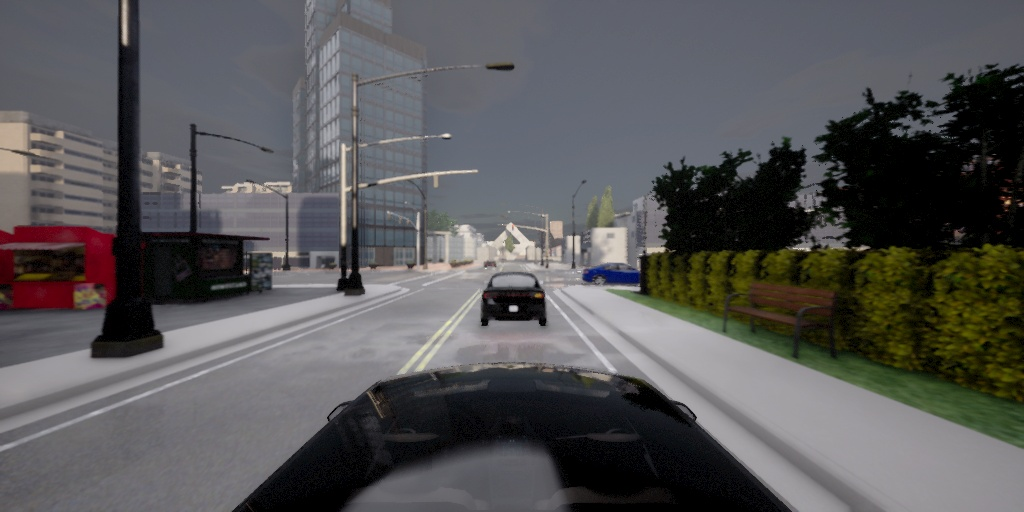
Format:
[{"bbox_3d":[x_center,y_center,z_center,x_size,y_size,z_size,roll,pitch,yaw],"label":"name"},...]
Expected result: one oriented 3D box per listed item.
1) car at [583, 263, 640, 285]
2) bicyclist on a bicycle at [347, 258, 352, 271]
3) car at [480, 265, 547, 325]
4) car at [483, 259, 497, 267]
[{"bbox_3d":[7.194,1.200,23.578,5.008,1.535,1.882,0,-2,10],"label":"car"},{"bbox_3d":[-22.003,1.160,48.644,0.582,1.620,1.656,-1,0,0],"label":"bicyclist on a bicycle"},{"bbox_3d":[0.059,1.216,11.807,1.882,1.535,5.008,0,0,0],"label":"car"},{"bbox_3d":[-3.551,1.247,58.690,1.994,1.385,4.181,0,0,1],"label":"car"}]
